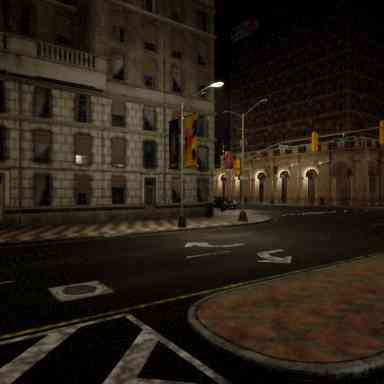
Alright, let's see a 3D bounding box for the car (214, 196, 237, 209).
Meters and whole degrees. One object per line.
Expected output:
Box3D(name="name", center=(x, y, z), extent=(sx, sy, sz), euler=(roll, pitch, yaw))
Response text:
Box3D(name="car", center=(3.756, 1.352, 43.667), extent=(2.097, 1.767, 4.553), euler=(0, 0, -36))
